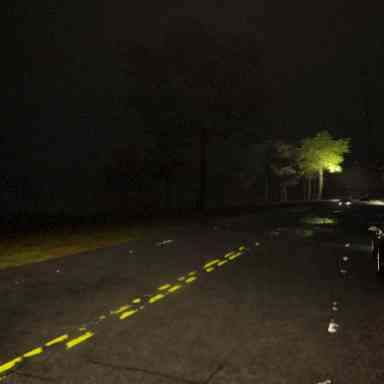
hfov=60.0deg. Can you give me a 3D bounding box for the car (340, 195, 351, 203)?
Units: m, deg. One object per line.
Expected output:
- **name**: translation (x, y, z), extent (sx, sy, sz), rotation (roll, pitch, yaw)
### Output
- **car**: translation (30.760, 1.381, 66.658), extent (1.812, 1.442, 4.674), rotation (0, 0, 29)

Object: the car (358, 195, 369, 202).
- **car**: translation (37.630, 1.422, 72.564), extent (2.128, 1.511, 4.902), rotation (0, 0, 26)

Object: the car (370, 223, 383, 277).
- **car**: translation (6.320, 1.476, 9.546), extent (1.837, 1.490, 4.892), rotation (0, 0, 26)
